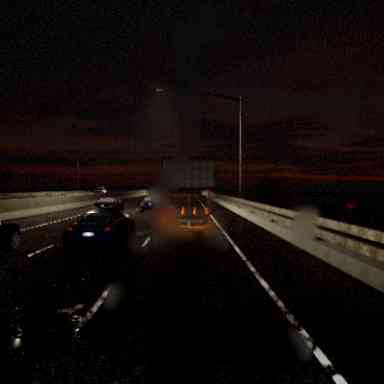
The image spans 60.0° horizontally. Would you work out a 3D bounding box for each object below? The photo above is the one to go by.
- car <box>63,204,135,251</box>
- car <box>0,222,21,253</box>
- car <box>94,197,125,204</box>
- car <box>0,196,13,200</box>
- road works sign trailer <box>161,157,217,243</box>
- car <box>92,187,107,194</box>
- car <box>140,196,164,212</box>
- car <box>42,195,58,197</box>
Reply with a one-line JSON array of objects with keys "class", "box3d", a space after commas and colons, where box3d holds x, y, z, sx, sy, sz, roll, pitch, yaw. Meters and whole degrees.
[{"class": "car", "box3d": [-3.523, 1.374, 13.233, 1.994, 1.385, 4.181, 0, 1, -1]}, {"class": "car", "box3d": [-6.991, 1.337, 9.844, 1.882, 1.535, 5.008, 0, 1, -1]}, {"class": "car", "box3d": [-7.170, 1.131, 29.054, 2.033, 1.411, 5.357, 0, 1, -1]}, {"class": "car", "box3d": [-21.440, 1.072, 36.949, 1.895, 1.301, 4.718, 0, 1, 0]}, {"class": "road works sign trailer", "box3d": [-0.138, 0.251, 14.854, 2.380, 3.560, 2.880, 0, 1, -1]}, {"class": "car", "box3d": [-21.732, -0.110, 78.435, 2.150, 2.045, 5.566, 0, 1, -1]}, {"class": "car", "box3d": [-3.694, 1.096, 31.450, 2.033, 1.411, 5.357, 0, 1, -1]}, {"class": "car", "box3d": [-17.980, 1.000, 41.806, 1.895, 1.301, 4.718, 0, 1, 0]}]
